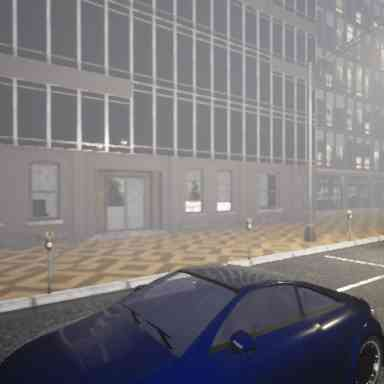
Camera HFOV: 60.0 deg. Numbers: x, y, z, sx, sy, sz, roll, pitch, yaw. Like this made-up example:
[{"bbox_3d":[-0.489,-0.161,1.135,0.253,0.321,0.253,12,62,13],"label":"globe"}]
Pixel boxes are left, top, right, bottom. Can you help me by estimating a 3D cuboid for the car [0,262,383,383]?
[{"bbox_3d":[0.222,1.551,3.539,4.181,1.385,1.994,0,0,-36],"label":"car"}]
